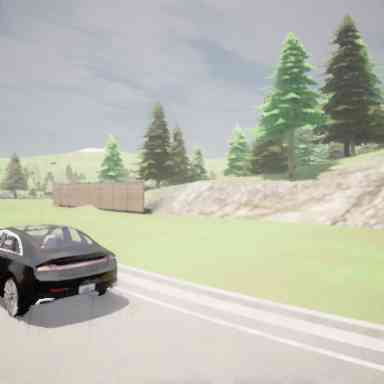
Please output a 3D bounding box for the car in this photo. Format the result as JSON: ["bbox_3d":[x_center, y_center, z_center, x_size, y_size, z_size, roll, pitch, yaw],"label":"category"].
[{"bbox_3d":[-3.592,1.482,7.541,4.902,1.511,2.128,0,0,44],"label":"car"}]
